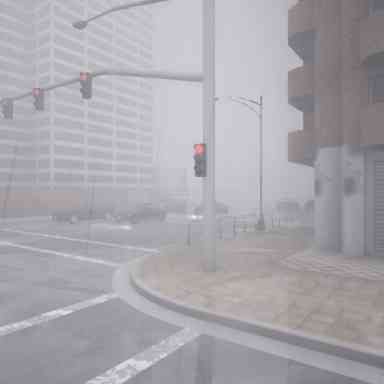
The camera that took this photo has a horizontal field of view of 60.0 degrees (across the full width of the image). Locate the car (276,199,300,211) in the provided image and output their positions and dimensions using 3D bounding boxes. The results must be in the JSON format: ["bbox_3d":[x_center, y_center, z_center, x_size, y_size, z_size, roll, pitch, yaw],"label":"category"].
[{"bbox_3d":[11.711,1.525,40.662,1.812,1.442,4.674,0,0,35],"label":"car"}]

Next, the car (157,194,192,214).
[{"bbox_3d":[-2.481,1.352,33.029,2.097,1.767,4.553,0,0,35],"label":"car"}]

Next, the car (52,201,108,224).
[{"bbox_3d":[-8.060,1.477,25.163,1.882,1.535,5.008,0,0,35],"label":"car"}]

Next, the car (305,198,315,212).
[{"bbox_3d":[14.543,1.505,38.574,1.837,1.490,4.892,0,0,35],"label":"car"}]

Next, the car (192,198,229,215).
[{"bbox_3d":[1.941,1.564,33.199,1.994,1.385,4.181,0,0,36],"label":"car"}]

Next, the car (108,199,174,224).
[{"bbox_3d":[-3.759,1.525,25.148,1.812,1.442,4.674,0,0,35],"label":"car"}]
